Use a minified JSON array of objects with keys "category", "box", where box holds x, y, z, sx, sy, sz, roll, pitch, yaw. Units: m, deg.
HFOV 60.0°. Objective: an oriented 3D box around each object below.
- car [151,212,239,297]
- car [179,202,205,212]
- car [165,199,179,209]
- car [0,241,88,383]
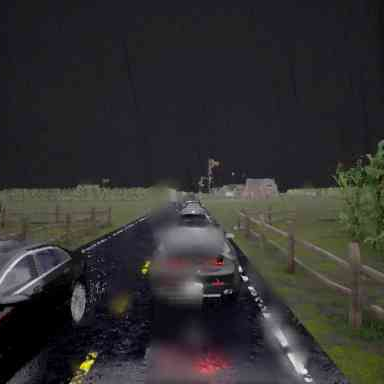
[{"category":"car","box":[0.077,1.507,8.554,1.837,1.490,4.892,0,0,1]},{"category":"car","box":[0.127,1.581,28.917,1.994,1.385,4.181,0,0,0]},{"category":"car","box":[-2.678,1.641,47.184,2.033,1.411,5.357,0,0,0]},{"category":"car","box":[-2.843,1.492,4.315,2.128,1.511,4.902,0,0,0]}]
